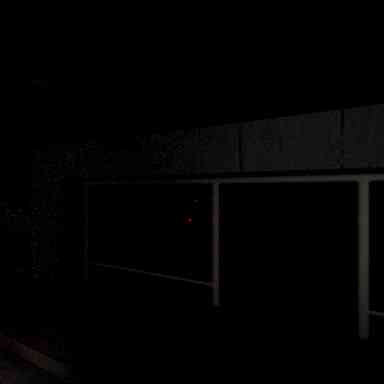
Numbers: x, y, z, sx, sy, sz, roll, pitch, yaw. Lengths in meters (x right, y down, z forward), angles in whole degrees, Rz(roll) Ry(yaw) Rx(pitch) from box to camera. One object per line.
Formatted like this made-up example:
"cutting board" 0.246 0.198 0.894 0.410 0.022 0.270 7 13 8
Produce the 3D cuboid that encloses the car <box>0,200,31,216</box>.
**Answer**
"car" -15.239 1.520 30.688 1.837 1.490 4.892 0 0 34
